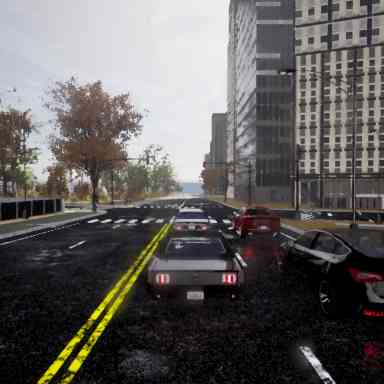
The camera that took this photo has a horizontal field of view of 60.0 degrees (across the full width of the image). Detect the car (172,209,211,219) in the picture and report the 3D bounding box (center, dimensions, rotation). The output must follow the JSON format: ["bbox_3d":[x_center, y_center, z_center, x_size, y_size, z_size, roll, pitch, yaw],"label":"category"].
[{"bbox_3d":[-0.016,1.544,16.519,2.033,1.411,5.357,0,0,0],"label":"car"}]

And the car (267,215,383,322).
[{"bbox_3d":[3.340,1.501,7.330,2.163,1.488,4.792,0,0,0],"label":"car"}]

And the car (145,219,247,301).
[{"bbox_3d":[0.071,1.598,8.279,1.895,1.301,4.718,0,0,0],"label":"car"}]

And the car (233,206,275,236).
[{"bbox_3d":[3.299,1.474,17.664,1.882,1.535,5.008,0,0,1],"label":"car"}]
